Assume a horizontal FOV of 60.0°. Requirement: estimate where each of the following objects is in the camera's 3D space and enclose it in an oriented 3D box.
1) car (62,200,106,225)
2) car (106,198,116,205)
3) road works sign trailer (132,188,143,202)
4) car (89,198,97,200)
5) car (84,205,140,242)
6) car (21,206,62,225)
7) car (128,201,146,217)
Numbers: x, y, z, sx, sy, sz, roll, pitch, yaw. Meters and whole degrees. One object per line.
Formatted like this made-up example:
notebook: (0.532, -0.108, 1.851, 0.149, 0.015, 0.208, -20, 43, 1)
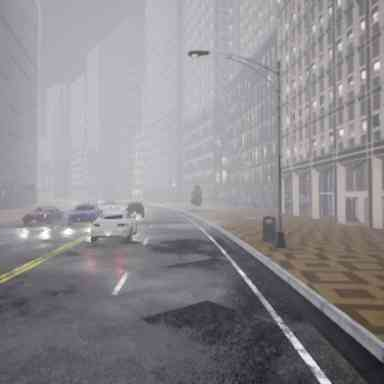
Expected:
car: (-8.148, 1.643, 25.577, 1.882, 1.535, 5.008, 0, 0, -7)
car: (-16.255, 1.957, 66.055, 1.994, 1.385, 4.181, 0, 0, -16)
road works sign trailer: (-12.753, 0.960, 76.682, 2.380, 3.560, 2.880, 0, 0, -20)
car: (-19.691, 1.917, 66.212, 2.128, 1.511, 4.902, 0, 0, -17)
car: (-3.886, 1.639, 17.010, 1.812, 1.442, 4.674, 0, 0, -4)
car: (-11.435, 1.767, 25.802, 1.895, 1.301, 4.718, 0, 0, -7)
car: (-5.829, 1.725, 34.325, 1.837, 1.490, 4.892, 0, 0, -8)
